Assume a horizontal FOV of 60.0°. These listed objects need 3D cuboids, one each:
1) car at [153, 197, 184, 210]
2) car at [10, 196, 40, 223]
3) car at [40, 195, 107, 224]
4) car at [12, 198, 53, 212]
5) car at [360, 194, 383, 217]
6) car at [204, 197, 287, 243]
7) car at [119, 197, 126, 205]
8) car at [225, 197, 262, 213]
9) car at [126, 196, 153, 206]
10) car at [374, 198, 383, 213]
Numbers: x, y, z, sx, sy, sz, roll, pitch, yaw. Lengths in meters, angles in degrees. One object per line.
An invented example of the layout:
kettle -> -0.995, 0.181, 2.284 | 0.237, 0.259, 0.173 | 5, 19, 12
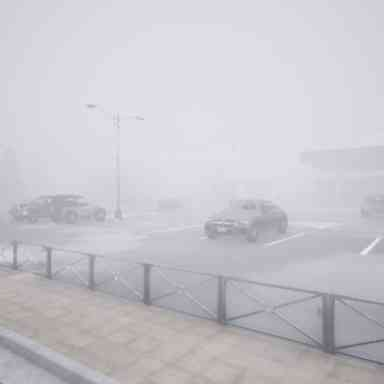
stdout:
car -> -2.567, 1.373, 41.079 | 1.845, 1.501, 3.633 | 0, 0, 35
car -> -10.399, 1.145, 23.881 | 1.932, 1.855, 4.605 | 0, 0, 35
car -> -7.794, 1.121, 22.529 | 1.905, 1.878, 3.866 | 0, 0, 35
car -> -18.713, 1.455, 39.095 | 1.970, 1.475, 3.806 | 0, 0, 35
car -> 15.272, 1.118, 27.430 | 1.932, 1.855, 4.605 | 0, 0, 35
car -> 2.622, 1.179, 15.100 | 2.152, 1.636, 5.027 | 0, 0, 35
car -> -10.339, 1.415, 55.984 | 2.007, 1.523, 4.514 | 0, 0, 35
car -> 5.544, 1.337, 35.242 | 2.007, 1.523, 4.514 | 0, 0, 35
car -> -7.755, 1.401, 54.206 | 2.152, 1.636, 5.027 | 0, 0, 35
car -> 20.165, 1.382, 34.355 | 1.970, 1.475, 3.806 | 0, 0, 35
